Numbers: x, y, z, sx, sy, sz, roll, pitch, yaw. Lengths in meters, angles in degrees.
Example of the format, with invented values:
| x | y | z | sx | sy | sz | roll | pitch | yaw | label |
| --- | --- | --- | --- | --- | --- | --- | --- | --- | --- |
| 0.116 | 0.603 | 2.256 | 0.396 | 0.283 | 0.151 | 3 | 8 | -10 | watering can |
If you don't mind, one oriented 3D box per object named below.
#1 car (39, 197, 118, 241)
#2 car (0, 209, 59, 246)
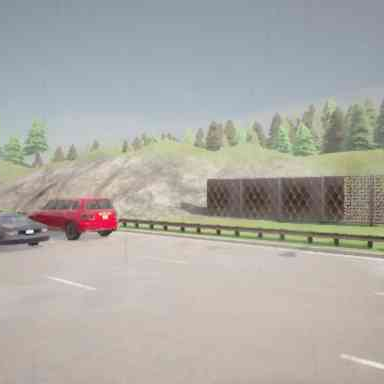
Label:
| x | y | z | sx | sy | sz | roll | pitch | yaw | label |
| --- | --- | --- | --- | --- | --- | --- | --- | --- | --- |
| -6.211 | 1.255 | 16.999 | 5.566 | 2.045 | 2.150 | 0 | 0 | 36 | car |
| -8.222 | 1.560 | 14.134 | 5.357 | 1.411 | 2.033 | 0 | 0 | 36 | car |
